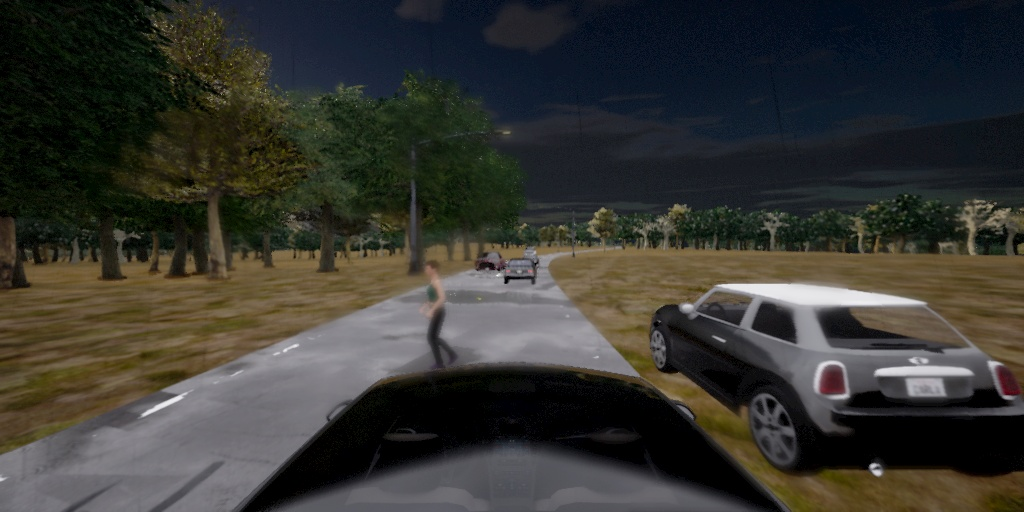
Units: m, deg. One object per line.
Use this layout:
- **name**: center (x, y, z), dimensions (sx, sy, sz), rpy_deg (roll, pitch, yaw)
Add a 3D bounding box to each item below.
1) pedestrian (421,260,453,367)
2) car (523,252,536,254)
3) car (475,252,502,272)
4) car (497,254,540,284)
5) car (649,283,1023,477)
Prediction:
- **pedestrian**: center (-1.241, 0.935, 5.904), dimensions (0.375, 1.860, 0.375), rpy_deg (-2, 3, -14)
- **car**: center (2.077, 0.502, 39.443), dimensions (1.895, 1.301, 4.718), rpy_deg (0, 1, 6)
- **car**: center (-1.831, 0.408, 31.146), dimensions (2.097, 1.767, 4.553), rpy_deg (0, 1, 5)
- **car**: center (0.576, 0.816, 21.440), dimensions (2.033, 1.411, 5.357), rpy_deg (0, 1, 4)
- **car**: center (3.264, 1.083, 4.600), dimensions (1.970, 1.475, 3.806), rpy_deg (0, 1, 1)
